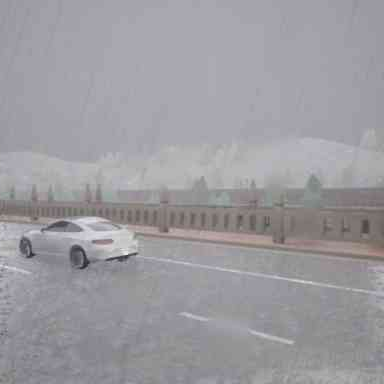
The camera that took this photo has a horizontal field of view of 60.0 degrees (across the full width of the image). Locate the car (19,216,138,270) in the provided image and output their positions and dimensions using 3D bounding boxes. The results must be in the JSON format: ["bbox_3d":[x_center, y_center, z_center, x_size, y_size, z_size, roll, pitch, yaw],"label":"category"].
[{"bbox_3d":[-3.811,1.527,11.014,4.674,1.442,1.812,0,0,36],"label":"car"}]
